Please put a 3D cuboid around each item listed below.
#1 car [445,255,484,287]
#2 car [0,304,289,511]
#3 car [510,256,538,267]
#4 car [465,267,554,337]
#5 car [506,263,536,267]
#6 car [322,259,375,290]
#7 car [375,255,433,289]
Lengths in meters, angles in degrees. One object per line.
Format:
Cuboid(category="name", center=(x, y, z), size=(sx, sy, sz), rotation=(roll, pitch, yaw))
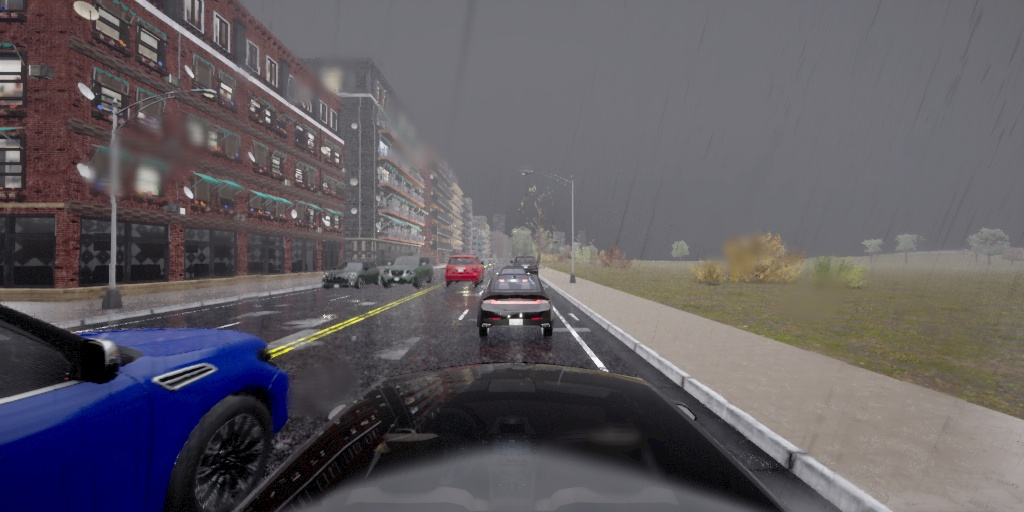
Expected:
Cuboid(category="car", center=(-3.202, 0.978, 24.989), size=(2.150, 2.045, 5.566), rotation=(0, 0, 0))
Cuboid(category="car", center=(-3.148, 0.971, 0.958), size=(2.150, 2.045, 5.566), rotation=(0, 0, 0))
Cuboid(category="car", center=(1.069, 0.979, 30.970), size=(2.150, 2.045, 5.566), rotation=(0, 0, 0))
Cuboid(category="car", center=(0.081, 1.243, 10.318), size=(2.128, 1.511, 4.902), rotation=(0, 0, 0))
Cuboid(category="car", center=(0.060, 1.301, 20.758), size=(2.033, 1.411, 5.357), rotation=(0, 0, 0))
Cuboid(category="car", center=(-9.899, 1.105, 22.470), size=(2.097, 1.767, 4.553), rotation=(0, 0, 0))
Cuboid(category="car", center=(-6.650, 0.975, 23.431), size=(2.150, 2.045, 5.566), rotation=(0, 0, 0))
